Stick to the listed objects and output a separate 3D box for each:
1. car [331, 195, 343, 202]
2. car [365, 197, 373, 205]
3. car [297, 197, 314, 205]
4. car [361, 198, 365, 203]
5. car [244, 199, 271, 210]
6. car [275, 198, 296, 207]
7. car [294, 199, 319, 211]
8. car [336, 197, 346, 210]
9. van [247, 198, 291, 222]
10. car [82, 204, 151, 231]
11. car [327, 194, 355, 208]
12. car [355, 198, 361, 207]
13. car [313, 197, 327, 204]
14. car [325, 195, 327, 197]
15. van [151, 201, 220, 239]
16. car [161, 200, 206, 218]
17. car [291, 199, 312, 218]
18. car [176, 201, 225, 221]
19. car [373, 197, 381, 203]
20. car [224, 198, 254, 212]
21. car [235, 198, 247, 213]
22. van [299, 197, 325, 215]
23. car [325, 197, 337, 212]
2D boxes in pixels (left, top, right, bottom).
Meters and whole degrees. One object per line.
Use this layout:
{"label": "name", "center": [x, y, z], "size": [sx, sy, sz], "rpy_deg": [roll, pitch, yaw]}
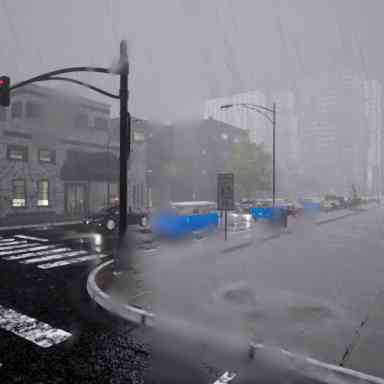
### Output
{"label": "car", "center": [37.426, 1.713, 85.755], "size": [1.967, 1.590, 4.097], "rpy_deg": [0, 0, 35]}
{"label": "car", "center": [34.773, 1.810, 67.365], "size": [1.887, 1.381, 4.507], "rpy_deg": [0, 0, 35]}
{"label": "car", "center": [21.583, 1.706, 63.144], "size": [1.887, 1.381, 4.507], "rpy_deg": [0, 0, 35]}
{"label": "car", "center": [28.534, 1.748, 58.461], "size": [1.752, 1.417, 4.829], "rpy_deg": [0, 0, 35]}
{"label": "car", "center": [8.909, 1.629, 45.057], "size": [1.887, 1.381, 4.507], "rpy_deg": [0, 0, 35]}
{"label": "car", "center": [15.246, 1.666, 54.100], "size": [1.887, 1.381, 4.507], "rpy_deg": [0, 0, 35]}
{"label": "car", "center": [15.140, 1.698, 43.853], "size": [1.994, 1.385, 4.181], "rpy_deg": [1, 0, 35]}
{"label": "car", "center": [18.929, 1.729, 44.754], "size": [1.947, 1.339, 4.313], "rpy_deg": [0, 0, 35]}
{"label": "van", "center": [6.256, 1.436, 26.667], "size": [1.690, 1.788, 3.998], "rpy_deg": [0, 0, 35]}
{"label": "car", "center": [-4.644, 1.529, 21.199], "size": [1.837, 1.490, 4.892], "rpy_deg": [1, 0, 35]}
{"label": "car", "center": [22.100, 1.497, 49.278], "size": [2.192, 1.841, 5.009], "rpy_deg": [0, 0, 35]}
{"label": "car", "center": [25.269, 1.517, 53.800], "size": [2.192, 1.841, 5.009], "rpy_deg": [0, 0, 35]}
{"label": "car", "center": [27.822, 1.729, 72.049], "size": [1.752, 1.417, 4.829], "rpy_deg": [0, 0, 35]}
{"label": "car", "center": [24.155, 1.412, 56.716], "size": [2.150, 2.045, 5.566], "rpy_deg": [1, 0, 35]}
{"label": "van", "center": [-0.081, 1.407, 17.622], "size": [1.690, 1.788, 3.998], "rpy_deg": [0, 0, 35]}
{"label": "car", "center": [-0.695, 1.558, 31.351], "size": [1.752, 1.417, 4.829], "rpy_deg": [0, 0, 35]}
{"label": "car", "center": [9.423, 1.656, 31.188], "size": [1.887, 1.381, 4.507], "rpy_deg": [0, 0, 35]}
{"label": "car", "center": [0.820, 1.554, 28.994], "size": [1.837, 1.490, 4.892], "rpy_deg": [1, 0, 35]}
{"label": "car", "center": [44.279, 1.900, 80.932], "size": [1.947, 1.339, 4.313], "rpy_deg": [0, 0, 35]}
{"label": "car", "center": [5.741, 1.507, 40.535], "size": [1.967, 1.590, 4.097], "rpy_deg": [0, 0, 35]}
{"label": "car", "center": [6.501, 1.604, 37.077], "size": [1.812, 1.442, 4.674], "rpy_deg": [1, 0, 35]}
{"label": "van", "center": [12.593, 1.469, 35.711], "size": [1.690, 1.788, 3.998], "rpy_deg": [0, 0, 35]}
{"label": "car", "center": [15.859, 1.671, 40.372], "size": [1.752, 1.417, 4.829], "rpy_deg": [0, 0, 35]}
